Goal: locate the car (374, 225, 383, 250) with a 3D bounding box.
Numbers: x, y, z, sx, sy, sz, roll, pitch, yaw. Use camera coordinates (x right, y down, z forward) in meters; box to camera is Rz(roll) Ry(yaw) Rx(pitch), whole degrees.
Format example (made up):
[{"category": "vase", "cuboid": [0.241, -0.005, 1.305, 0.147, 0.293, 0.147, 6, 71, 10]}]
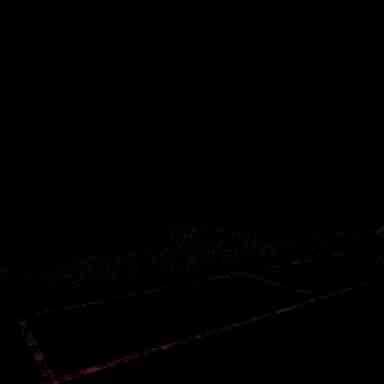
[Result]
[{"category": "car", "cuboid": [8.882, 1.438, 12.969, 4.097, 1.590, 1.967, 0, -1, -35]}]
